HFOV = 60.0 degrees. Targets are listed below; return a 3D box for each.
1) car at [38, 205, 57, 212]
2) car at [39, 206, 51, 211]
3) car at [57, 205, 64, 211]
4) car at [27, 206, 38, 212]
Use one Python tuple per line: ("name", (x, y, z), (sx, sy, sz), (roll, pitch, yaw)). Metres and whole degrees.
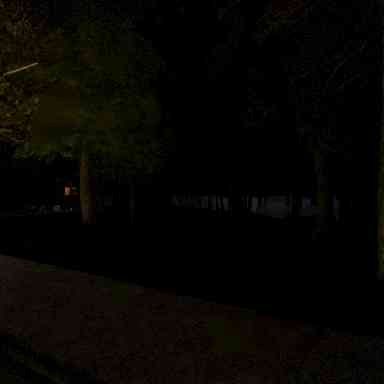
("car", (-33.436, 3.884, 77.240), (1.837, 1.490, 4.892), (0, -2, -9))
("car", (-38.355, 4.273, 86.988), (1.994, 1.385, 4.181), (0, -2, -9))
("car", (-35.149, 4.236, 87.523), (2.128, 1.511, 4.902), (0, -2, -9))
("car", (-36.705, 3.910, 77.083), (1.837, 1.490, 4.892), (0, -2, -9))
